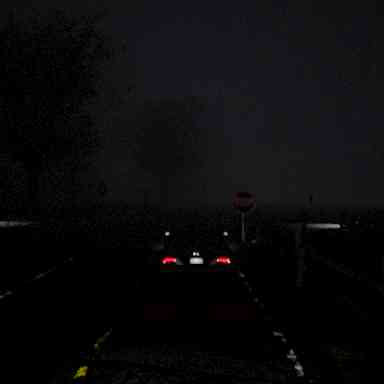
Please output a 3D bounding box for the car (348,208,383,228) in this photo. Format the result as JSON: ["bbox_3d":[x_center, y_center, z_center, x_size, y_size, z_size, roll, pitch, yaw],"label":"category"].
[{"bbox_3d":[13.780,1.873,24.465,4.181,1.385,1.994,1,0,2],"label":"car"}]

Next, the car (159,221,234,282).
[{"bbox_3d":[0.134,1.583,9.872,2.033,1.411,5.357,0,0,1],"label":"car"}]
